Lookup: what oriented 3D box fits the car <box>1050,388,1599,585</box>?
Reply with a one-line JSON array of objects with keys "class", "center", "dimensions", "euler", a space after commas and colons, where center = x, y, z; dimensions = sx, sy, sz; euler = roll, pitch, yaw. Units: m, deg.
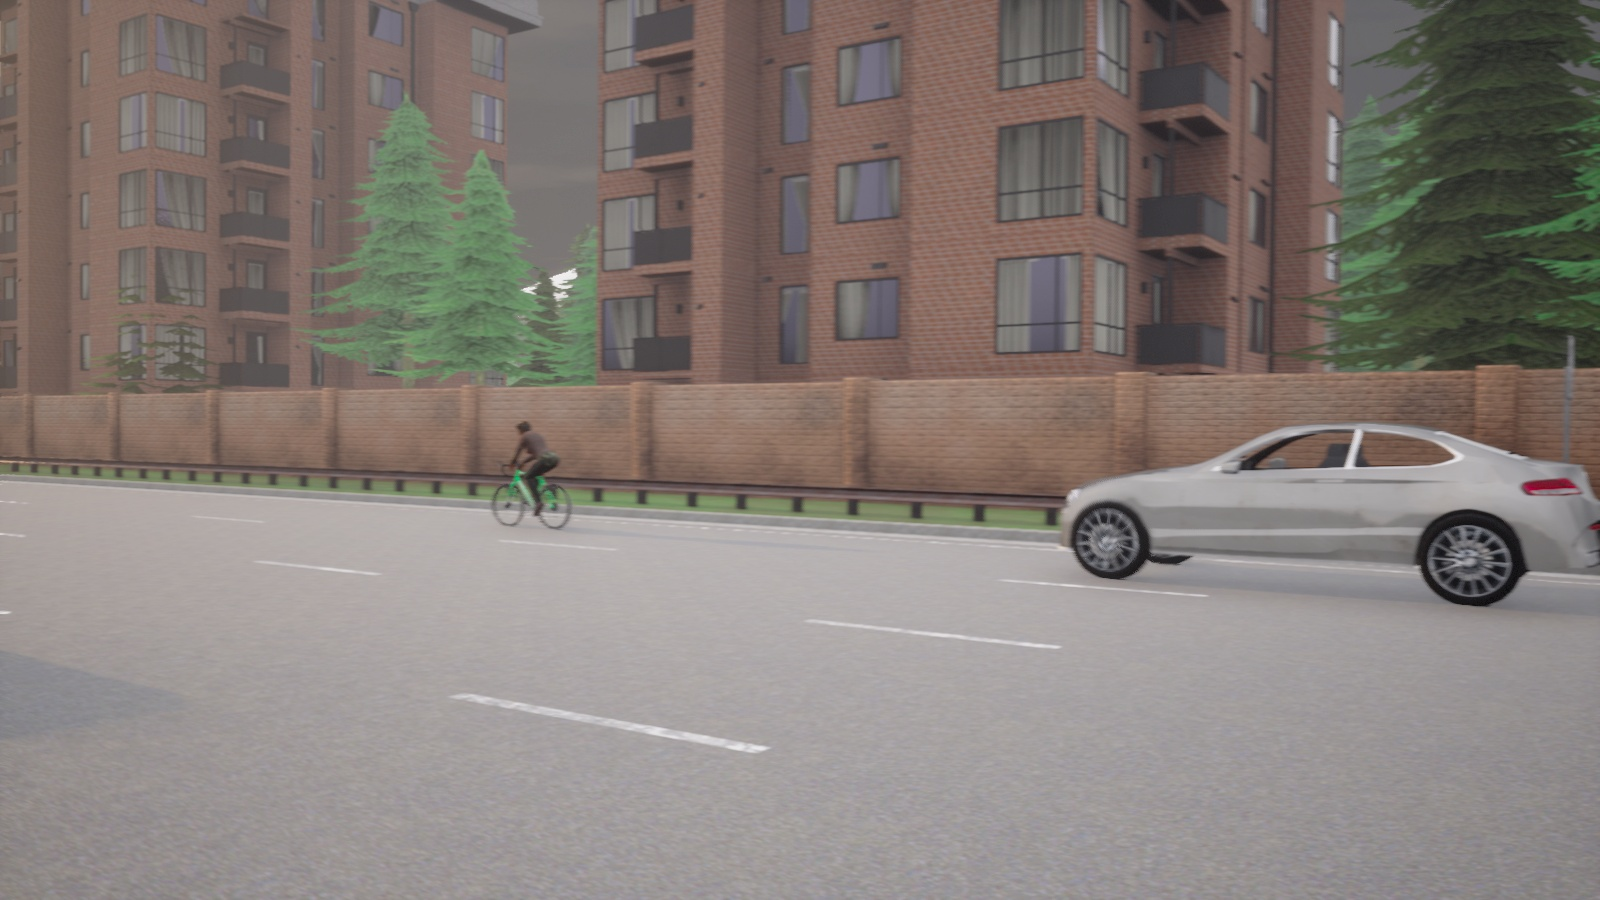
[{"class": "car", "center": [5.322, 0.289, 12.688], "dimensions": [5.027, 1.651, 2.152], "euler": [0, 1, 34]}]

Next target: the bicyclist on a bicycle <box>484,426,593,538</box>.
[{"class": "bicyclist on a bicycle", "center": [-3.939, 0.464, 18.844], "dimensions": [1.656, 1.620, 0.582], "euler": [0, 1, 34]}]
